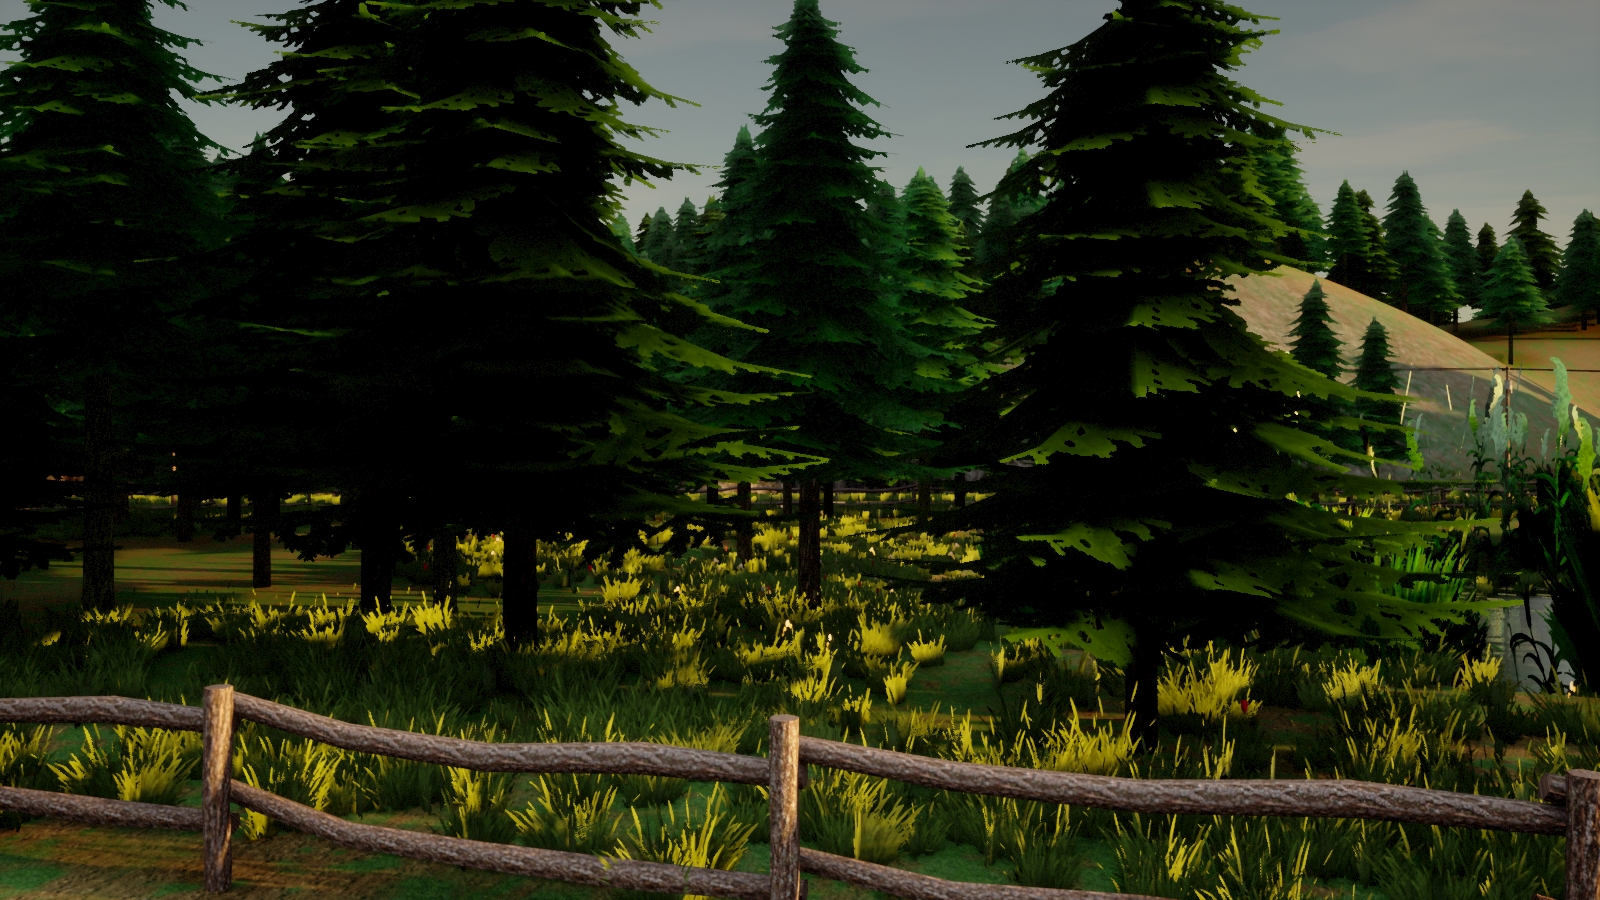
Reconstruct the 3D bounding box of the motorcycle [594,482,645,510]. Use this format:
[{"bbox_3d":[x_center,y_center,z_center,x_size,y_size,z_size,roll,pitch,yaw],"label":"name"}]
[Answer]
[{"bbox_3d":[-8.531,2.178,54.107,2.209,1.251,0.867,0,0,14],"label":"motorcycle"}]
